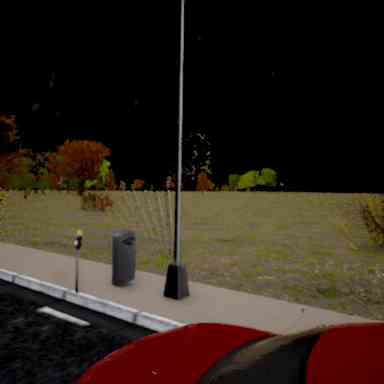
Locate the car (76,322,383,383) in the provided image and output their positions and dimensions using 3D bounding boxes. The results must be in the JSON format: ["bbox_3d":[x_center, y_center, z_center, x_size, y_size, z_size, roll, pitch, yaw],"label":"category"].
[{"bbox_3d":[1.131,1.544,1.902,4.507,1.381,1.887,1,1,35],"label":"car"}]
